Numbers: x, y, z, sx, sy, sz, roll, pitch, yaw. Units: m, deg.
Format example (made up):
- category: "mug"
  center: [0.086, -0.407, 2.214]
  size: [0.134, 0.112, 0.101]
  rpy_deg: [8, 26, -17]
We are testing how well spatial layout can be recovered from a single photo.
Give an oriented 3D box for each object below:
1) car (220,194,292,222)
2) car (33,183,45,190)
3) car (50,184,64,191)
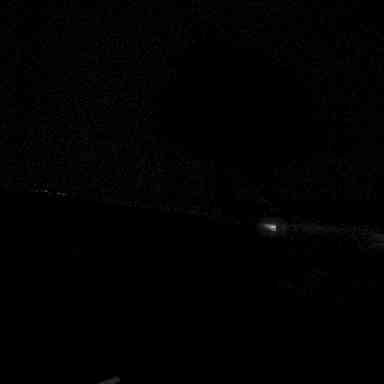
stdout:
- category: "car"
  center: [3.841, 0.912, 20.503]
  size: [1.882, 1.535, 5.008]
  rpy_deg: [3, 0, -35]
- category: "car"
  center: [-34.389, -1.175, 74.828]
  size: [1.812, 1.442, 4.674]
  rpy_deg: [3, 0, -35]
- category: "car"
  center: [-25.162, -0.641, 61.714]
  size: [1.882, 1.535, 5.008]
  rpy_deg: [3, 0, -35]
